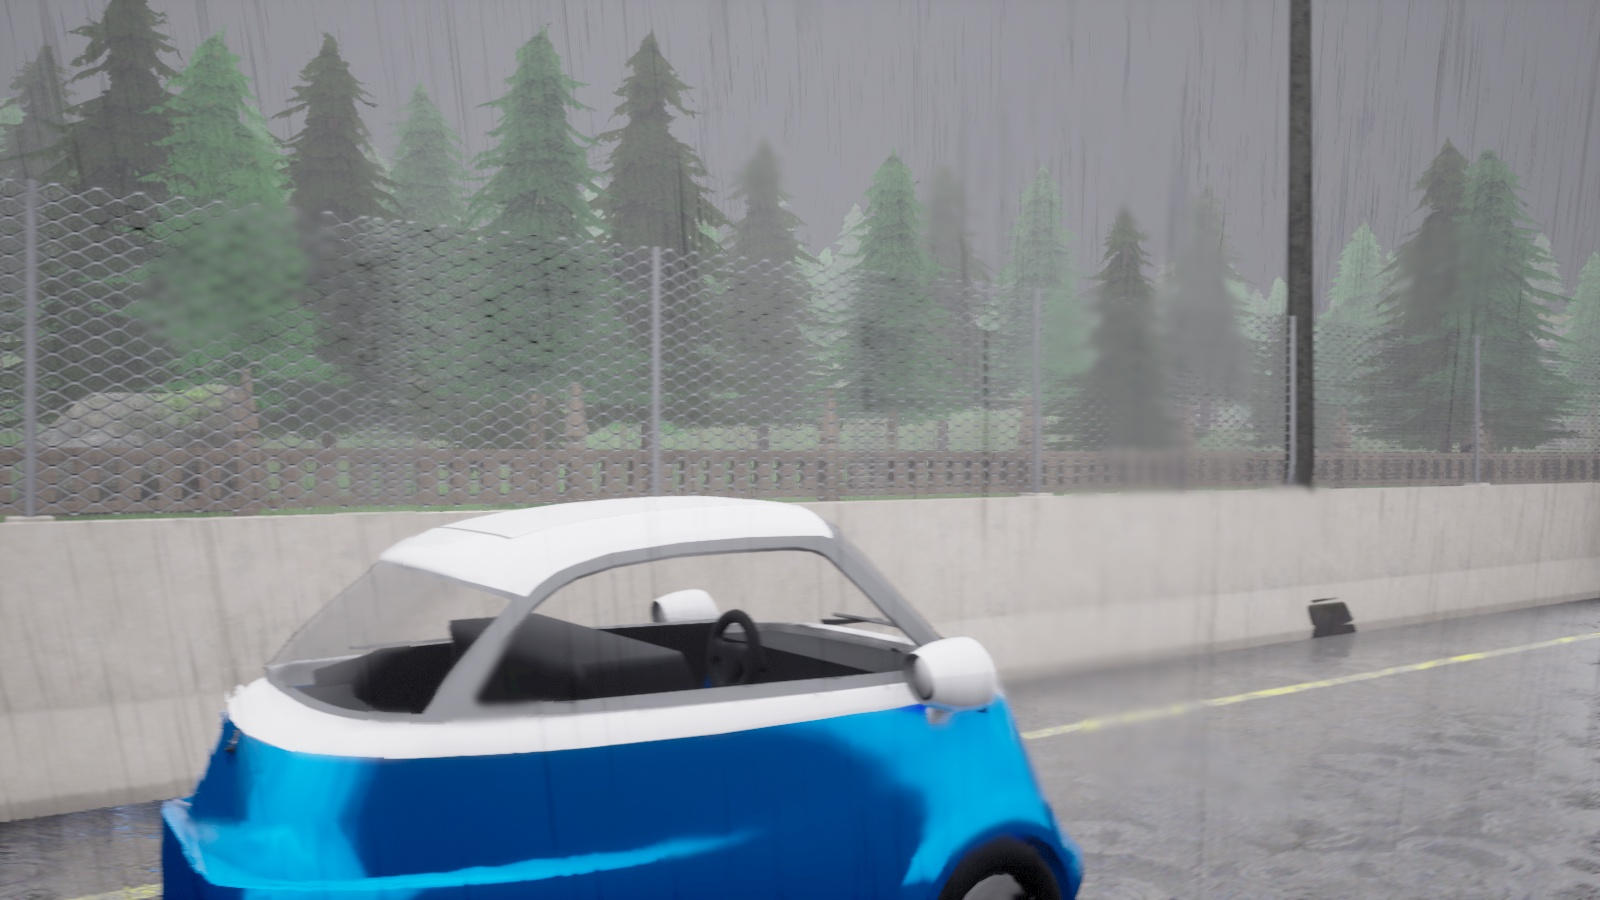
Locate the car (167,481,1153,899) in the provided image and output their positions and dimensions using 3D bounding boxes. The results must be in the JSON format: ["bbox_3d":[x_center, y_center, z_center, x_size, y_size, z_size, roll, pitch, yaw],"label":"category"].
[{"bbox_3d":[-0.368,0.809,3.402,2.207,1.376,1.481,0,0,-35],"label":"car"}]
